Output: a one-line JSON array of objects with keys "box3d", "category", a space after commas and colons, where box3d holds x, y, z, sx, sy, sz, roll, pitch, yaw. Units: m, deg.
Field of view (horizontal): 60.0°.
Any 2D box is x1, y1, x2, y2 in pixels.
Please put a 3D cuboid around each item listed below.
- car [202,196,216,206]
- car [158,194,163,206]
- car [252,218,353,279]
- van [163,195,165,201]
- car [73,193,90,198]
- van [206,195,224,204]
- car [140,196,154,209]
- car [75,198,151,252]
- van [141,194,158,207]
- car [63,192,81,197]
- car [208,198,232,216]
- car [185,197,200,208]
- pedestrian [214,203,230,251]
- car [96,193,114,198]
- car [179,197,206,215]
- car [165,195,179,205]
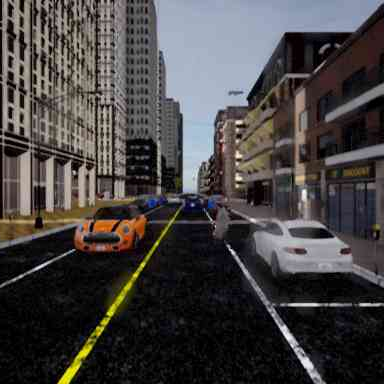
[{"box3d": [2.682, 1.422, 53.418, 2.008, 1.369, 4.403, 0, 0, 0], "category": "car"}, {"box3d": [-5.698, 1.434, 47.769, 2.008, 1.369, 4.403, 0, 0, 0], "category": "car"}, {"box3d": [2.998, 1.500, 9.794, 1.812, 1.442, 4.674, 0, 0, 0], "category": "car"}, {"box3d": [-5.698, 1.212, 53.417, 1.690, 1.788, 3.998, 0, 0, 0], "category": "van"}, {"box3d": [-26.720, 0.921, 81.126, 4.206, 1.307, 1.802, 1, -1, 0], "category": "car"}, {"box3d": [2.684, 1.249, 36.472, 1.690, 1.788, 3.998, 0, 0, 0], "category": "van"}, {"box3d": [-5.696, 1.474, 36.472, 1.947, 1.339, 4.313, 0, 0, 0], "category": "car"}, {"box3d": [-3.102, 1.315, 13.571, 2.097, 1.767, 4.553, 0, 0, 0], "category": "car"}, {"box3d": [-5.697, 1.236, 42.120, 1.690, 1.788, 3.998, 0, 0, 0], "category": "van"}, {"box3d": [-32.376, 0.785, 89.492, 4.206, 1.307, 1.802, 1, -1, 0], "category": "car"}, {"box3d": [2.685, 1.503, 30.824, 1.802, 1.307, 4.206, 0, 0, 0], "category": "car"}, {"box3d": [0.048, 1.451, 45.972, 1.994, 1.385, 4.181, 0, 0, 1], "category": "car"}, {"box3d": [1.131, 1.260, 12.564, 0.375, 1.860, 0.375, 0, 0, -2], "category": "pedestrian"}, {"box3d": [-21.143, 0.887, 81.142, 4.097, 1.590, 1.967, 1, -1, 0], "category": "car"}, {"box3d": [0.066, 1.268, 33.220, 2.097, 1.767, 4.553, 0, 0, 0], "category": "car"}, {"box3d": [-3.076, 1.389, 56.925, 1.812, 1.442, 4.674, 0, 0, 0], "category": "car"}]
